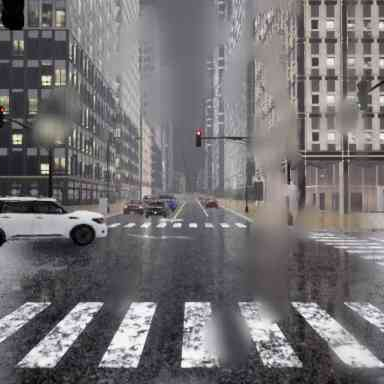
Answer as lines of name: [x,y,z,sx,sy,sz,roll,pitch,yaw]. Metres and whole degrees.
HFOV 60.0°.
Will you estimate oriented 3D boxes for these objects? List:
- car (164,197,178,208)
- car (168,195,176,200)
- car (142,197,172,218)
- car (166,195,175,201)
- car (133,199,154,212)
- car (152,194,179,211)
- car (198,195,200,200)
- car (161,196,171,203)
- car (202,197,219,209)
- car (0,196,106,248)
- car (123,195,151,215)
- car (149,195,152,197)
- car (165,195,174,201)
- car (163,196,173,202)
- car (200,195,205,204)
car: [-3.114,1.524,50.865,1.837,1.490,4.892,0,0,0]
car: [-5.726,1.604,95.072,1.947,1.339,4.313,1,0,0]
car: [-3.116,1.516,30.428,1.837,1.490,4.892,0,0,0]
car: [-5.722,1.587,89.497,2.008,1.369,4.403,1,0,0]
car: [-5.697,1.597,39.320,1.802,1.307,4.206,1,0,0]
car: [-3.116,1.237,40.456,2.150,2.045,5.566,0,0,0]
car: [2.672,1.590,61.695,1.947,1.339,4.313,1,0,0]
car: [-5.714,1.573,72.771,1.887,1.381,4.507,1,0,0]
car: [2.680,1.599,44.962,1.802,1.307,4.206,1,0,0]
car: [-6.492,1.220,14.035,5.566,2.045,2.150,1,0,-21]
car: [-5.691,1.453,33.745,1.967,1.590,4.097,1,0,0]
car: [-5.695,1.332,44.896,2.192,1.841,5.009,1,0,0]
car: [-5.719,1.578,83.922,1.887,1.381,4.507,1,0,0]
car: [-5.716,1.581,78.346,2.008,1.369,4.403,1,0,0]
car: [2.676,1.547,56.288,1.752,1.417,4.829,1,0,0]
